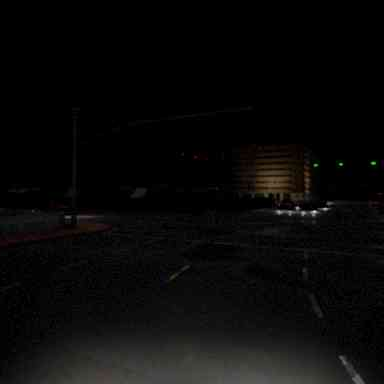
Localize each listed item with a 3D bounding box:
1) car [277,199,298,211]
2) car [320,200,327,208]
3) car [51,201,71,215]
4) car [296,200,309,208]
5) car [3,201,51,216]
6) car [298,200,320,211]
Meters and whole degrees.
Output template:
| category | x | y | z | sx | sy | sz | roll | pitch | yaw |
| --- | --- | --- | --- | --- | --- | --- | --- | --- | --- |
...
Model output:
| category | x | y | z | sx | sy | sz | roll | pitch | yaw |
| --- | --- | --- | --- | --- | --- | --- | --- | --- | --- |
| car | 15.069 | 1.992 | 52.965 | 2.097 | 1.767 | 4.553 | 0 | -1 | 28 |
| car | 25.169 | 2.328 | 64.751 | 1.882 | 1.535 | 5.008 | 0 | -1 | 27 |
| car | -15.192 | 1.716 | 36.443 | 5.008 | 1.535 | 1.882 | 0 | -1 | 28 |
| car | 22.106 | 2.359 | 66.448 | 1.812 | 1.442 | 4.674 | 0 | -1 | 27 |
| car | -16.838 | 1.698 | 33.352 | 4.892 | 1.490 | 1.837 | 0 | -1 | 28 |
| car | 18.183 | 2.182 | 51.371 | 1.812 | 1.442 | 4.674 | 0 | -1 | 28 |
